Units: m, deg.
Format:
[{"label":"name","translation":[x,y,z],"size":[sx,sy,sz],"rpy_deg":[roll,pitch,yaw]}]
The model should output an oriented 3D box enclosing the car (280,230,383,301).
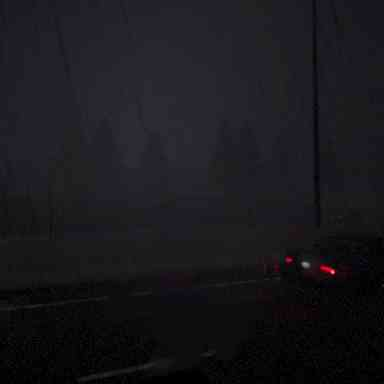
[{"label":"car","translation":[4.896,1.726,8.654],"size":[5.357,1.411,2.033],"rpy_deg":[0,-2,-24]}]
